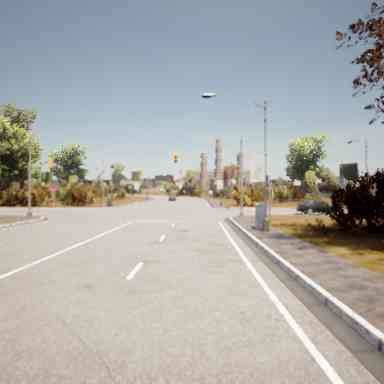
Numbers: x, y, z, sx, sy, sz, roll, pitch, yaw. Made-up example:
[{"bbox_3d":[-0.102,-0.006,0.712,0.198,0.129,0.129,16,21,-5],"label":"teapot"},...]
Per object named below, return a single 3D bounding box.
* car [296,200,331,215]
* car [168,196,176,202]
[{"bbox_3d":[13.851,1.671,36.111,4.892,1.490,1.837,0,0,-2],"label":"car"},{"bbox_3d":[-5.243,1.728,87.433,1.882,1.535,5.008,0,1,1],"label":"car"}]
